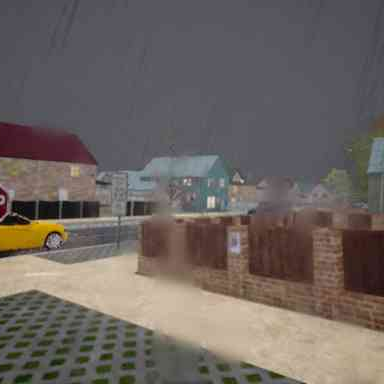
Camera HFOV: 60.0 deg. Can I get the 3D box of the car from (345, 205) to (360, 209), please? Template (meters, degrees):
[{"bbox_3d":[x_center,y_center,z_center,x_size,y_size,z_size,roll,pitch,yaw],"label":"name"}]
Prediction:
[{"bbox_3d":[34.695,3.548,72.717,1.812,1.442,4.674,2,0,35],"label":"car"}]

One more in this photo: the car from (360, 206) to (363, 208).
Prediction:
[{"bbox_3d":[40.271,3.955,80.806,2.033,1.411,5.357,2,-1,35],"label":"car"}]

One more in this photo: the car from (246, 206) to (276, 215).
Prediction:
[{"bbox_3d":[8.180,2.361,39.273,1.895,1.301,4.718,2,0,35],"label":"car"}]

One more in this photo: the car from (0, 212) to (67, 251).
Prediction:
[{"bbox_3d":[-7.058,1.429,12.210,1.882,1.535,5.008,2,0,35],"label":"car"}]
